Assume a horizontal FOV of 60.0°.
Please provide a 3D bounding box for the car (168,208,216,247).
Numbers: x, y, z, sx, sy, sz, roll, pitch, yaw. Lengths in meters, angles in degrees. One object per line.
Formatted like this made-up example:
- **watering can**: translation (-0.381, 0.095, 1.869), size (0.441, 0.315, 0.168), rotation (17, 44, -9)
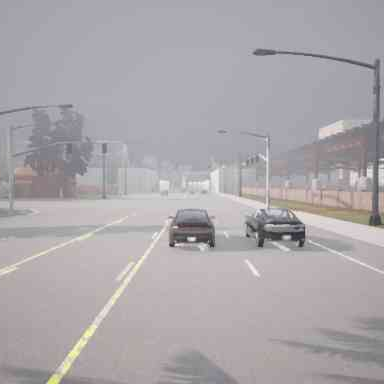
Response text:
- **car**: translation (0.000, 1.472, 14.687), size (1.837, 1.490, 4.892), rotation (0, 0, 0)

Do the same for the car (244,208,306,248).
- **car**: translation (3.500, 1.451, 14.687), size (2.128, 1.511, 4.902), rotation (0, 0, 0)

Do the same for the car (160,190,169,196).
- **car**: translation (-6.999, 0.267, 85.355), size (2.128, 1.511, 4.902), rotation (0, 1, 0)
